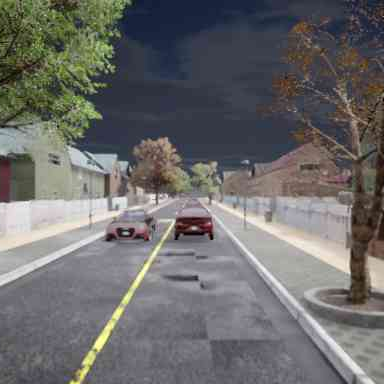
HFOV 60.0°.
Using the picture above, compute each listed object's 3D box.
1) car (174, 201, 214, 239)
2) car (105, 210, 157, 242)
[{"bbox_3d":[0.103,1.486,17.535,1.882,1.535,5.008,0,0,0],"label":"car"},{"bbox_3d":[-2.841,1.571,16.198,1.994,1.385,4.181,0,0,0],"label":"car"}]
